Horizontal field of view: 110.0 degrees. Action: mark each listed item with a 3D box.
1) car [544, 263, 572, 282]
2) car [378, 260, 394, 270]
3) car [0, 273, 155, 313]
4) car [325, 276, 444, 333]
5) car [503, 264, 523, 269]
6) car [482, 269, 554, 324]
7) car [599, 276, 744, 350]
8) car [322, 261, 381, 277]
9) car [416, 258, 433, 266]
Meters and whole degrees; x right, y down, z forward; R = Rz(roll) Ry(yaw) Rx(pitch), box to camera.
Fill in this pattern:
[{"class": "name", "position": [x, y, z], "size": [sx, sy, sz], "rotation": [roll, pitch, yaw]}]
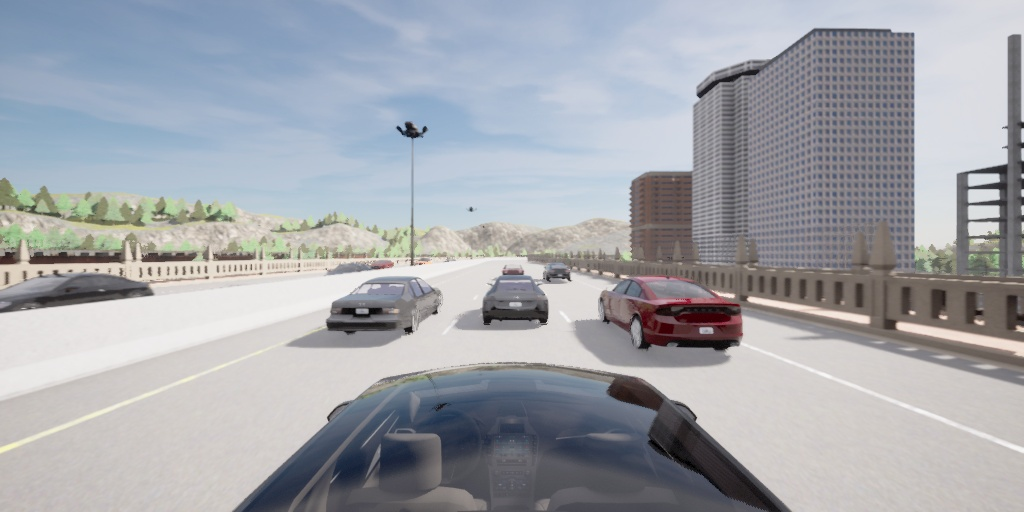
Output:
[{"class": "car", "position": [3.602, 1.280, 29.111], "size": [1.812, 1.442, 4.674], "rotation": [0, 0, 0]}, {"class": "car", "position": [-17.790, 1.233, 49.522], "size": [1.882, 1.535, 5.008], "rotation": [0, 0, -1]}, {"class": "car", "position": [-14.085, 1.276, 11.300], "size": [1.812, 1.442, 4.674], "rotation": [0, 0, 0]}, {"class": "car", "position": [-3.399, 1.299, 10.642], "size": [2.033, 1.411, 5.357], "rotation": [0, 0, 0]}, {"class": "car", "position": [0.101, 1.355, 31.731], "size": [1.895, 1.301, 4.718], "rotation": [0, 0, 0]}, {"class": "car", "position": [0.101, 1.315, 11.979], "size": [1.994, 1.385, 4.181], "rotation": [0, 0, 0]}, {"class": "car", "position": [3.600, 1.229, 9.110], "size": [1.882, 1.535, 5.008], "rotation": [0, 0, 0]}, {"class": "car", "position": [-10.593, 1.258, 23.477], "size": [1.837, 1.490, 4.892], "rotation": [0, 0, 0]}, {"class": "car", "position": [-14.531, 1.107, 59.526], "size": [2.097, 1.767, 4.553], "rotation": [0, 0, -2]}]
